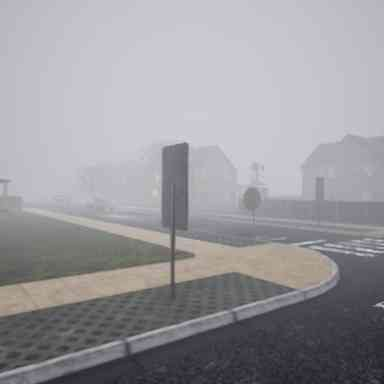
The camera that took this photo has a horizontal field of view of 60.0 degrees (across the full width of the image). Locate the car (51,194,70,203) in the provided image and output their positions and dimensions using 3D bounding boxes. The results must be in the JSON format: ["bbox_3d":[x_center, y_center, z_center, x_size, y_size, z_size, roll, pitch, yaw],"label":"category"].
[{"bbox_3d":[-18.652,1.085,46.913,1.837,1.490,4.892,1,-1,-36],"label":"car"}]

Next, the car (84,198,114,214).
[{"bbox_3d":[-9.666,1.429,34.344,2.128,1.511,4.902,1,0,-36],"label":"car"}]
